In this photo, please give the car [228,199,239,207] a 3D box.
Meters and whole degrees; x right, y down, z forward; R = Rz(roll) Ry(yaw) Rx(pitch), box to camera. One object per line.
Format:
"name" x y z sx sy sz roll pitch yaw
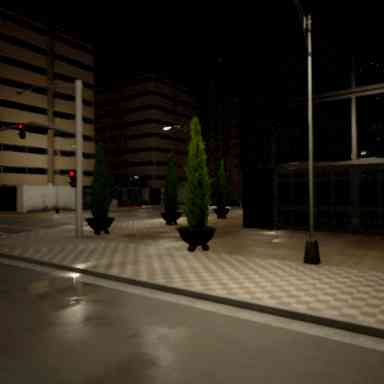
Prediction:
"car" 6.696 1.898 59.353 1.994 1.385 4.181 -1 0 35
